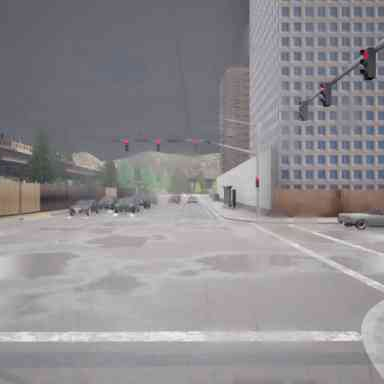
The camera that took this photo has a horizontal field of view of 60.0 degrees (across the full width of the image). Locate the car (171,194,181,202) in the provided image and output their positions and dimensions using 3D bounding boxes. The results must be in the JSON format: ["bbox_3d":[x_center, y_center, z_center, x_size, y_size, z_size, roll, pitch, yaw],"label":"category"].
[{"bbox_3d":[-3.511,1.305,74.425,1.882,1.535,5.008,0,0,0],"label":"car"}]

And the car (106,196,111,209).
[{"bbox_3d":[-10.598,1.352,42.087,2.097,1.767,4.553,0,0,0],"label":"car"}]

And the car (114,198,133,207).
[{"bbox_3d":[-10.595,1.600,51.881,1.895,1.301,4.718,0,0,0],"label":"car"}]

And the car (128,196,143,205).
[{"bbox_3d":[-10.568,1.477,62.100,1.882,1.535,5.008,0,0,0],"label":"car"}]

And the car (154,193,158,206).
[{"bbox_3d":[-7.073,1.221,56.904,2.150,2.045,5.566,0,0,0],"label":"car"}]

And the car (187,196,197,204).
[{"bbox_3d":[0.086,1.600,64.563,1.895,1.301,4.718,0,0,0],"label":"car"}]

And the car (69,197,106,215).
[{"bbox_3d":[-10.608,1.491,33.191,2.128,1.511,4.902,0,0,1],"label":"car"}]

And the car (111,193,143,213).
[{"bbox_3d":[-7.093,1.352,36.739,2.097,1.767,4.553,0,0,0],"label":"car"}]

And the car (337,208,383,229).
[{"bbox_3d":[11.850,1.656,21.142,4.718,1.301,1.895,0,0,0],"label":"car"}]

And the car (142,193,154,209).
[{"bbox_3d":[-7.091,1.221,46.175,2.150,2.045,5.566,0,0,0],"label":"car"}]

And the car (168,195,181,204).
[{"bbox_3d":[-3.510,1.600,64.232,1.895,1.301,4.718,0,0,0],"label":"car"}]

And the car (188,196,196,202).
[{"bbox_3d":[-0.010,1.595,74.805,1.895,1.301,4.718,0,0,0],"label":"car"}]
